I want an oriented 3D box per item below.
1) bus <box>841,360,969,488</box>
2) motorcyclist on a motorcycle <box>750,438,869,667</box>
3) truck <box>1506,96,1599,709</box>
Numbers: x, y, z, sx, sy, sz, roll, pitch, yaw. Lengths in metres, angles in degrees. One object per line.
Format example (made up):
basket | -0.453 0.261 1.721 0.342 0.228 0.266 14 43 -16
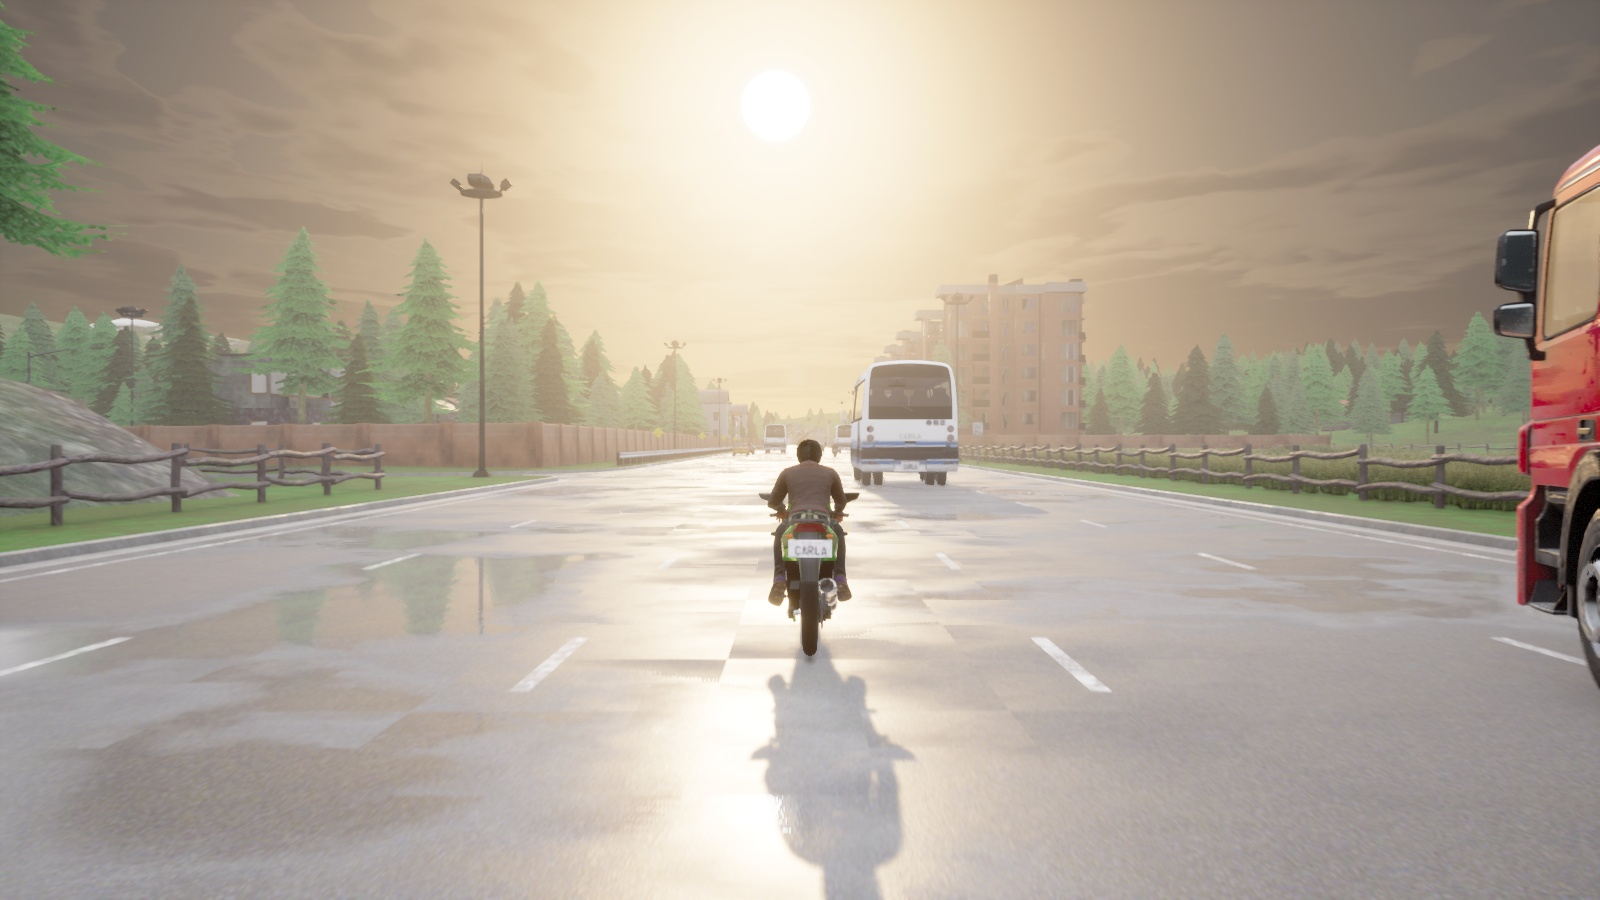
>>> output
bus | 3.659 -0.892 47.034 3.944 4.253 10.273 0 0 0
motorcyclist on a motorcycle | 0.069 0.676 9.381 0.797 1.523 2.044 0 0 0
truck | 5.375 -0.257 4.575 2.891 3.462 7.936 0 0 14
